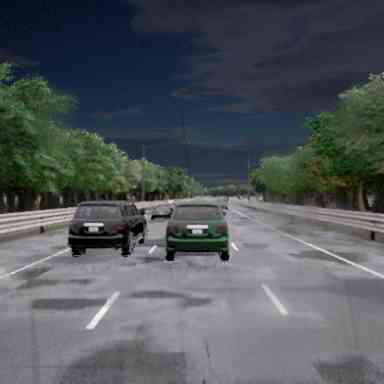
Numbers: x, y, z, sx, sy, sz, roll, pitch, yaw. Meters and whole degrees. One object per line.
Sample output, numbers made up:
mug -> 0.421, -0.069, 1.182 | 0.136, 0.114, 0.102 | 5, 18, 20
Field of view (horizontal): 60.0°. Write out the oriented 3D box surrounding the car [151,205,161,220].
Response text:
car -> -2.813, 1.956, 32.974 | 1.994, 1.385, 4.181 | 0, -1, 2

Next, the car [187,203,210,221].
car -> 0.670, 1.880, 32.465 | 2.128, 1.511, 4.902 | 0, -1, 2

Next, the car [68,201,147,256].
car -> -3.282, 1.369, 13.917 | 2.150, 2.045, 5.566 | 0, 0, 1

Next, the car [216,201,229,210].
car -> 5.293, 2.345, 58.613 | 2.033, 1.411, 5.357 | 0, -1, 3

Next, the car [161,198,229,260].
car -> 0.207, 1.363, 13.166 | 2.150, 2.045, 5.566 | 0, 0, 1
